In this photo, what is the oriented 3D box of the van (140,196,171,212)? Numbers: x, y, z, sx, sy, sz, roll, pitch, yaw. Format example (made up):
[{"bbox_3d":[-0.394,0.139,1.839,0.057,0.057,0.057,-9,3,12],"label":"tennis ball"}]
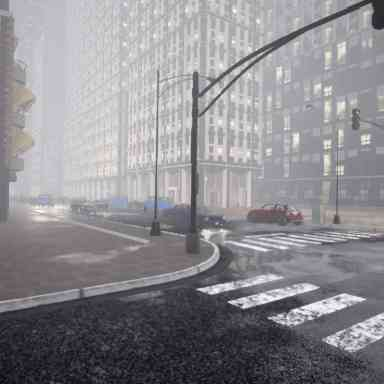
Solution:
[{"bbox_3d":[-3.918,1.382,37.761,1.690,1.788,3.998,1,-1,-35],"label":"van"}]

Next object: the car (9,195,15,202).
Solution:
[{"bbox_3d":[-36.791,1.397,69.881,1.947,1.339,4.313,1,-1,-35],"label":"car"}]

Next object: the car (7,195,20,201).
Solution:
[{"bbox_3d":[-40.042,1.378,74.500,2.008,1.369,4.403,1,-1,-35],"label":"car"}]

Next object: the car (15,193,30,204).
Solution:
[{"bbox_3d":[-30.282,1.155,60.647,2.192,1.841,5.009,1,-1,-35],"label":"car"}]

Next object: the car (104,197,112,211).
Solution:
[{"bbox_3d":[-11.182,1.522,38.029,1.895,1.301,4.718,1,-1,-35],"label":"car"}]

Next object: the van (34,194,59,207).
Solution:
[{"bbox_3d":[-20.525,1.197,46.792,1.690,1.788,3.998,1,-1,-35],"label":"van"}]

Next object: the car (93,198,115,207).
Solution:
[{"bbox_3d":[-13.679,1.586,51.614,1.947,1.339,4.313,1,-1,-35],"label":"car"}]

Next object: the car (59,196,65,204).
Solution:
[{"bbox_3d":[-24.015,1.434,61.795,1.882,1.535,5.008,1,-1,-35],"label":"car"}]

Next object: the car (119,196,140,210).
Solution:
[{"bbox_3d":[-7.173,1.584,42.378,2.008,1.369,4.403,1,-1,-35],"label":"car"}]

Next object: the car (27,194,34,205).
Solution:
[{"bbox_3d":[-23.782,1.432,51.408,1.802,1.307,4.206,1,-1,-35],"label":"car"}]

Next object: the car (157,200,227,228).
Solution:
[{"bbox_3d":[-0.014,1.496,22.157,2.033,1.411,5.357,1,-1,-35],"label":"car"}]

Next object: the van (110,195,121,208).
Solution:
[{"bbox_3d":[-10.422,1.368,46.998,1.690,1.788,3.998,1,-1,-35],"label":"van"}]

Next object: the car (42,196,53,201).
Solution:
[{"bbox_3d":[-36.446,1.570,83.941,1.802,1.307,4.206,1,-1,-35],"label":"car"}]

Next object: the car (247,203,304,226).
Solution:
[{"bbox_3d":[5.838,1.505,23.906,1.967,1.590,4.097,1,-1,-35],"label":"car"}]

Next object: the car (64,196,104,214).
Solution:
[{"bbox_3d":[-10.772,1.427,32.935,2.008,1.369,4.403,1,-1,-35],"label":"car"}]
